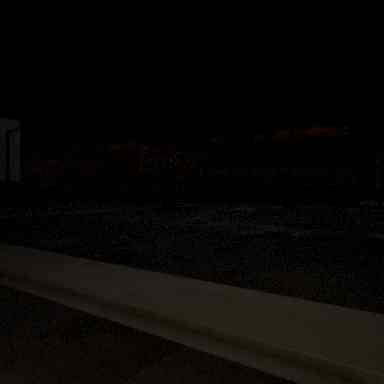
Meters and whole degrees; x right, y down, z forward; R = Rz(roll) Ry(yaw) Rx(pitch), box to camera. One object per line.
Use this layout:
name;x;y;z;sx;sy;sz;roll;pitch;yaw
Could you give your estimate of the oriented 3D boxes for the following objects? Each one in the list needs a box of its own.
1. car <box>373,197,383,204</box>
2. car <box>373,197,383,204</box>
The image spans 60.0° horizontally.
car;37.548;1.576;65.367;1.853;1.218;4.536;1;1;6
car;37.541;1.734;65.317;2.038;1.542;4.974;1;1;6
